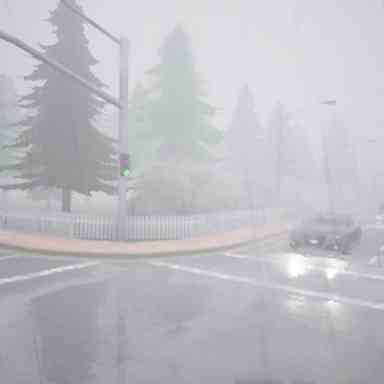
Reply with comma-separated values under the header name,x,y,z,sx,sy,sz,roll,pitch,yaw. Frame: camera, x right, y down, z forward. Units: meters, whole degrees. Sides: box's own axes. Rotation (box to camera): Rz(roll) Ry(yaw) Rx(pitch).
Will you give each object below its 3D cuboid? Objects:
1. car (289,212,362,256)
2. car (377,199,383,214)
name,x,y,z,sx,sy,sz,roll,pitch,yaw
car,5.347,1.508,13.064,1.994,1.385,4.181,1,1,36
car,19.884,1.407,33.310,1.882,1.535,5.008,1,1,36
